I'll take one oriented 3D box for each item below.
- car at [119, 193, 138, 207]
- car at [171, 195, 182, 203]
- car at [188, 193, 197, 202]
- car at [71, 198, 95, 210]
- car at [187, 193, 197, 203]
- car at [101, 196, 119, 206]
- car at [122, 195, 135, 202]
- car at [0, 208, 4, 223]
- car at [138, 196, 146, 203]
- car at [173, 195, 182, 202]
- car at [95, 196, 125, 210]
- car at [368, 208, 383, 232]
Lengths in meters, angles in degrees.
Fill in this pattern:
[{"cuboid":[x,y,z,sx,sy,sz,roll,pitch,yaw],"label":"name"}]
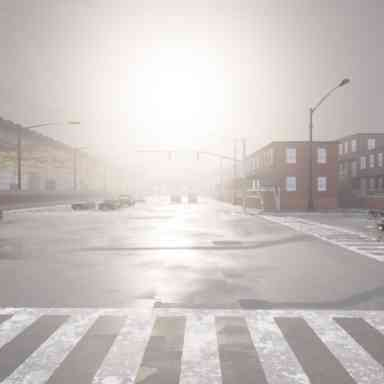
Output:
[{"cuboid":[-10.541,1.216,52.818,2.150,2.045,5.566,0,1,0],"label":"car"},{"cuboid":[-3.364,1.352,70.202,2.097,1.767,4.553,0,0,0],"label":"car"},{"cuboid":[0.078,1.225,80.265,2.150,2.045,5.566,0,0,0],"label":"car"},{"cuboid":[-14.057,1.547,43.616,2.033,1.411,5.357,0,0,0],"label":"car"},{"cuboid":[0.167,1.547,69.632,2.033,1.411,5.357,0,0,0],"label":"car"},{"cuboid":[-14.025,1.477,57.161,1.882,1.535,5.008,0,0,0],"label":"car"},{"cuboid":[-13.929,1.427,72.979,1.882,1.535,5.008,0,0,0],"label":"car"},{"cuboid":[-14.081,1.477,21.157,1.882,1.535,5.008,0,0,0],"label":"car"},{"cuboid":[-10.444,1.526,67.650,1.812,1.442,4.674,0,0,0],"label":"car"},{"cuboid":[-3.422,1.477,80.488,1.882,1.535,5.008,0,0,0],"label":"car"},{"cuboid":[-10.569,1.601,43.200,1.895,1.301,4.718,0,0,3],"label":"car"},{"cuboid":[11.571,1.505,16.091,4.892,1.490,1.837,0,0,2],"label":"car"}]
